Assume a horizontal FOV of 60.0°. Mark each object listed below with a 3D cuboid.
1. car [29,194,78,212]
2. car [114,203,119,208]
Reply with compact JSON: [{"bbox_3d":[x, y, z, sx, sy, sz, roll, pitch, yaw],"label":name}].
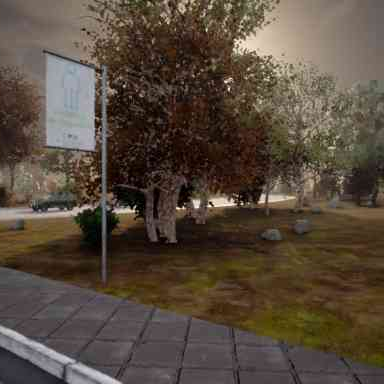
[{"bbox_3d":[-16.531,1.212,39.939,2.150,2.045,5.566,0,0,38],"label":"car"},{"bbox_3d":[-10.141,1.462,48.167,1.837,1.490,4.892,0,0,37],"label":"car"}]
